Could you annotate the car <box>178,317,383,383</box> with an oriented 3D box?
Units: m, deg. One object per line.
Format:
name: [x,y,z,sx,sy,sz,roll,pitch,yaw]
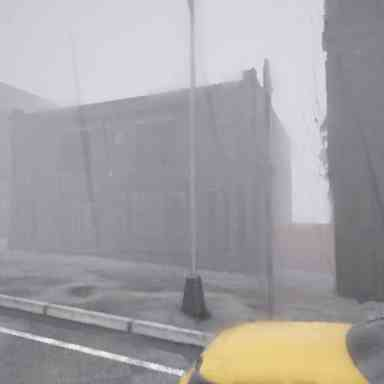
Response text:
car: [2.540,1.676,2.740,5.366,1.575,1.801,1,-3,22]
